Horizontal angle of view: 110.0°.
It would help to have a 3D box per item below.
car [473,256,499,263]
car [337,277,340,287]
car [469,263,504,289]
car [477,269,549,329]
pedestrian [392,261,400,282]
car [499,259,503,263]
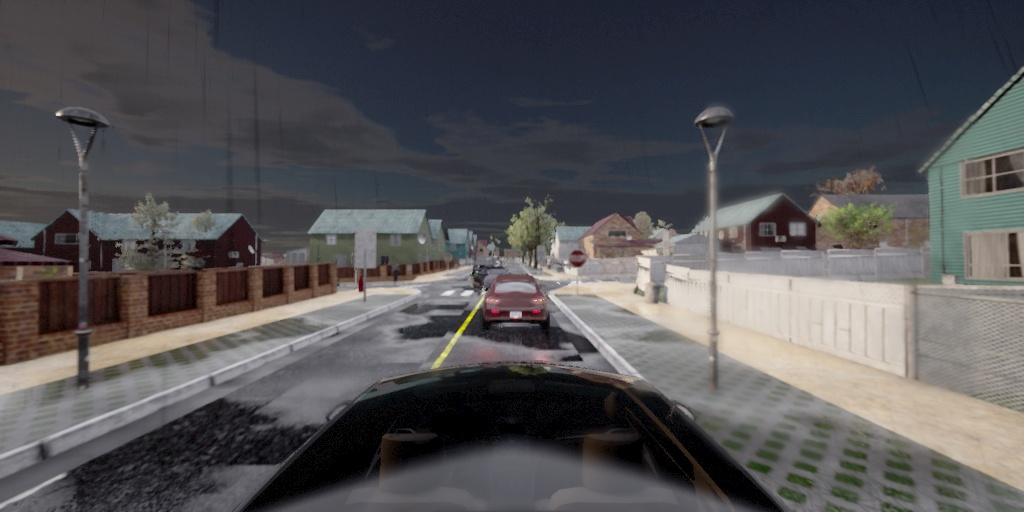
[{"bbox_3d":[-2.844,1.030,37.720,2.150,2.045,5.566,0,0,0],"label":"car"},{"bbox_3d":[-14.085,1.610,23.939,4.892,1.490,1.837,-1,-1,-1],"label":"car"},{"bbox_3d":[-1.189,1.347,21.489,1.994,1.385,4.181,0,0,-20],"label":"car"},{"bbox_3d":[0.096,1.293,11.220,1.812,1.442,4.674,0,0,0],"label":"car"},{"bbox_3d":[-9.690,1.256,29.811,0.375,1.860,0.375,0,0,0],"label":"pedestrian"},{"bbox_3d":[-2.836,1.048,50.590,2.150,2.045,5.566,0,0,0],"label":"car"}]
